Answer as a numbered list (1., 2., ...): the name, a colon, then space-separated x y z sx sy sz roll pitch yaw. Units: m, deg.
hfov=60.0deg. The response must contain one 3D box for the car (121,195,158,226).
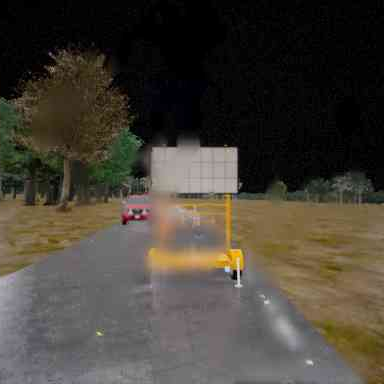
1. car: -3.669 1.219 23.953 2.150 2.045 5.566 0 0 -4

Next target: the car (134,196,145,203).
1. car: -11.475 1.582 72.543 1.812 1.442 4.674 0 0 -15

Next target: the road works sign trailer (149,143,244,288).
1. road works sign trailer: 0.077 0.464 9.245 2.380 3.560 2.880 0 0 -2
